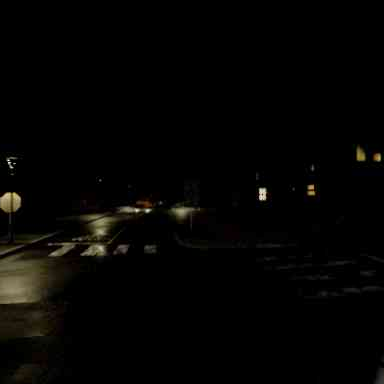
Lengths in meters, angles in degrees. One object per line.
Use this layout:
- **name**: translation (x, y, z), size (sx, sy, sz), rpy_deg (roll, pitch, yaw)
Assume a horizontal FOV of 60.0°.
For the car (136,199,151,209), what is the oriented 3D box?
- **car**: translation (-7.714, 1.868, 53.069), size (1.882, 1.535, 5.008), rpy_deg (0, -1, -1)
